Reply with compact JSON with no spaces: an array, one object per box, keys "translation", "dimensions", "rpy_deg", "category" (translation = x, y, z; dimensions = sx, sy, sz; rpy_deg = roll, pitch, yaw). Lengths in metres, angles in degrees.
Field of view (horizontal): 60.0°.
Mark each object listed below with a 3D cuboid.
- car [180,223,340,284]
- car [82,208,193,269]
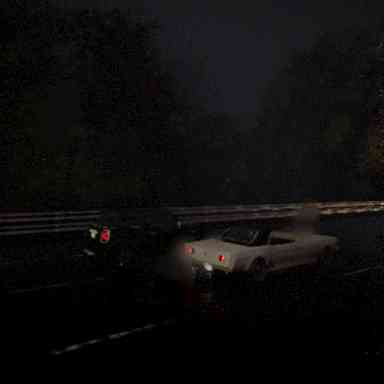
[{"translation":[2.221,1.592,9.633],"dimensions":[4.718,1.301,1.895],"rpy_deg":[0,0,-36],"category":"car"},{"translation":[-1.291,1.344,11.425],"dimensions":[4.553,1.767,2.097],"rpy_deg":[0,0,-36],"category":"car"}]
